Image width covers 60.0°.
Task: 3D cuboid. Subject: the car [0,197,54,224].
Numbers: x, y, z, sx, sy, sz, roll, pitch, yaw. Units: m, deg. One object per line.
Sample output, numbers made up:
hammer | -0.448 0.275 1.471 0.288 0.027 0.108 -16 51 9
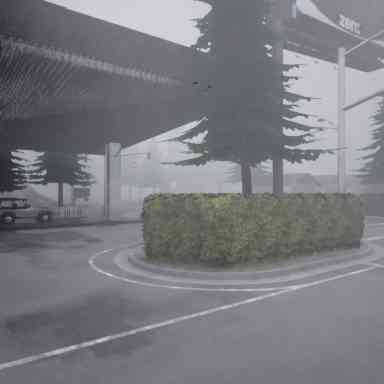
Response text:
car | -11.937 1.313 23.507 3.866 1.878 1.905 0 0 -36
